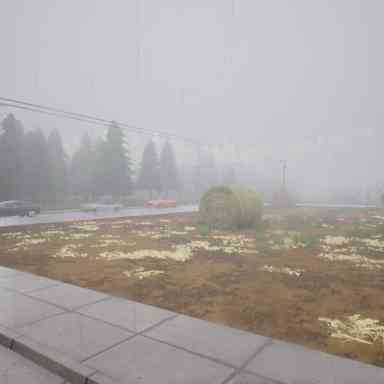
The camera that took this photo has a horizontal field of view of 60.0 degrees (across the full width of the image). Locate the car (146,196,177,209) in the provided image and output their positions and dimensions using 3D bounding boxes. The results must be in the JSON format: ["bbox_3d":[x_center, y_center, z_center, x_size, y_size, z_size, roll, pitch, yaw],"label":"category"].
[{"bbox_3d":[-4.107,1.379,45.062,2.097,1.767,4.553,0,0,37],"label":"car"}]

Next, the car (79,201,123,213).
[{"bbox_3d":[-10.066,1.628,37.040,1.895,1.301,4.718,0,0,37],"label":"car"}]

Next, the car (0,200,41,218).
[{"bbox_3d":[-15.883,1.531,29.188,1.837,1.490,4.892,0,0,37],"label":"car"}]
